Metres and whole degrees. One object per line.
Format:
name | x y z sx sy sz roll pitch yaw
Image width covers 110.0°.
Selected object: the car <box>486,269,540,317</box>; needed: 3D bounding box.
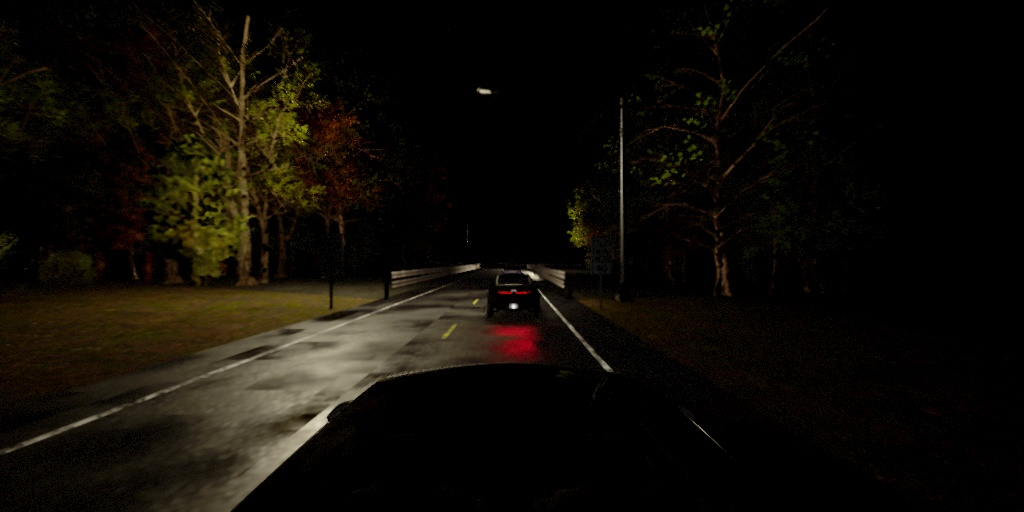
car | 0.048 1.419 14.006 1.837 1.490 4.892 0 -1 0
